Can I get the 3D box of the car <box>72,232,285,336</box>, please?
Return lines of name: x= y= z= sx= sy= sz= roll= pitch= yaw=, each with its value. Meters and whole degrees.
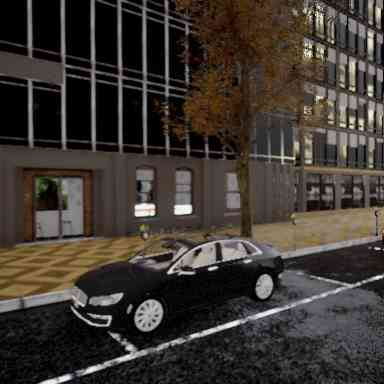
car: x=-0.044 y=1.524 z=6.529 sx=4.403 sy=1.369 sz=2.008 roll=-1 pitch=0 yaw=-36

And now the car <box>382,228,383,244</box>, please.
car: x=9.236 y=1.427 z=13.151 sx=4.507 sy=1.381 sz=1.887 roll=-1 pitch=0 yaw=-36
